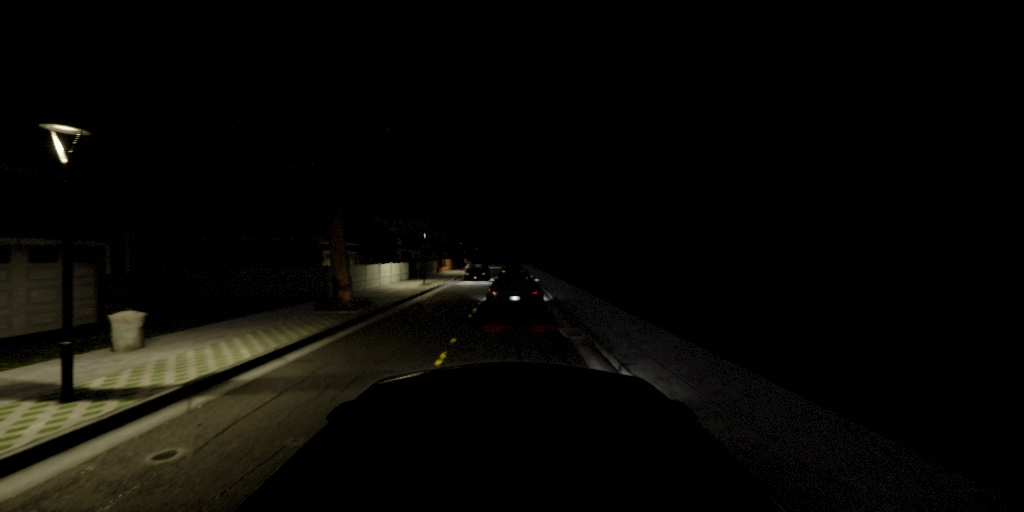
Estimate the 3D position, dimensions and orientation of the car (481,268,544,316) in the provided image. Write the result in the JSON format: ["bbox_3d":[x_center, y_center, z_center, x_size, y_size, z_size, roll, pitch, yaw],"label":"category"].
[{"bbox_3d":[0.094,1.317,13.427,1.994,1.385,4.181,0,0,0],"label":"car"}]

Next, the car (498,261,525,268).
[{"bbox_3d":[0.084,1.320,29.474,1.994,1.385,4.181,0,0,0],"label":"car"}]

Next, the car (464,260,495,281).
[{"bbox_3d":[-2.865,1.304,30.647,2.033,1.411,5.357,0,0,0],"label":"car"}]
